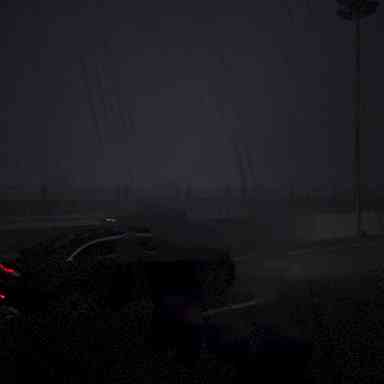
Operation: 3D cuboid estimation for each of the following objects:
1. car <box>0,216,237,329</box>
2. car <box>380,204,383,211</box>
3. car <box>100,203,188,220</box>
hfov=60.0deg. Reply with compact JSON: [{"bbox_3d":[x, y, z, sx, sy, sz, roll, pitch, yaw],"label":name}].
[{"bbox_3d":[-1.252,1.469,6.903,4.902,1.511,2.128,0,0,-34],"label":"car"},{"bbox_3d":[21.146,1.447,33.419,4.902,1.511,2.128,0,0,-22],"label":"car"},{"bbox_3d":[-2.591,1.421,18.634,5.008,1.535,1.882,0,0,-29],"label":"car"}]
